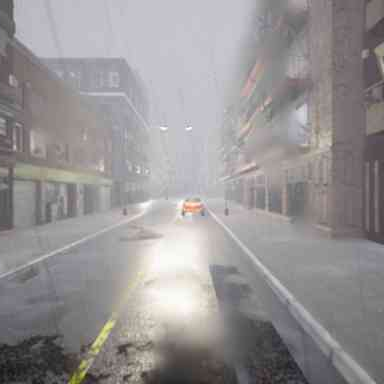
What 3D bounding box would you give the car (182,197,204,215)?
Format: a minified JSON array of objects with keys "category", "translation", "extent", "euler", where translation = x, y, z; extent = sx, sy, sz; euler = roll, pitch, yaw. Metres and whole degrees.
[{"category":"car","translation":[0.084,1.271,32.716],"extent":[2.097,1.767,4.553],"euler":[0,0,0]}]
